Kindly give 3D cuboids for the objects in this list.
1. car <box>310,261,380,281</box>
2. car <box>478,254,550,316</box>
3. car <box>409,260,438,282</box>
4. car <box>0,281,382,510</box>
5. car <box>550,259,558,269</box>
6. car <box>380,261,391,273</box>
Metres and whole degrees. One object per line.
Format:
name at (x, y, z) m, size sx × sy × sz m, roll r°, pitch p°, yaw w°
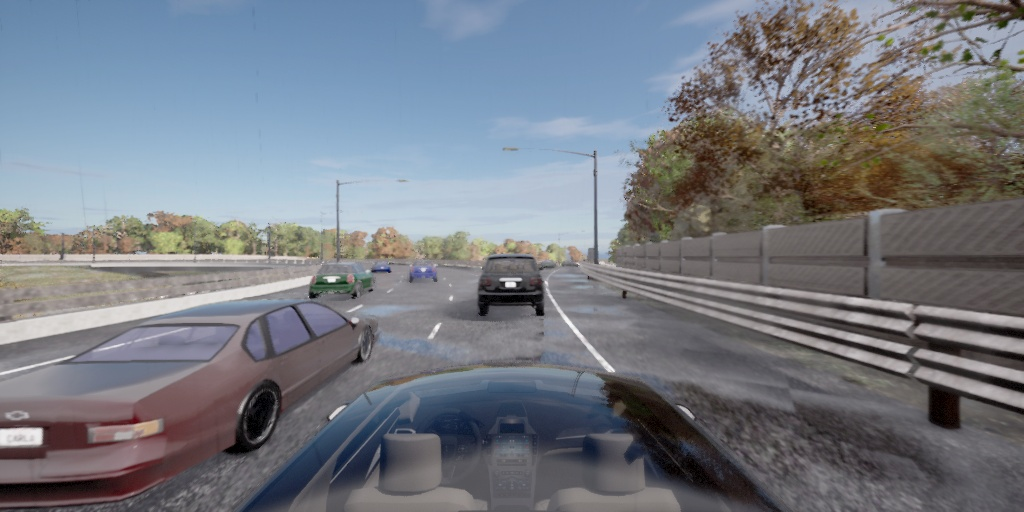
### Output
car at (-8.457, 1.117, 18.290) m, size 2.097 × 1.767 × 4.553 m, roll 0°, pitch 0°, yaw -9°
car at (0.031, 0.945, 13.419) m, size 2.150 × 2.045 × 5.566 m, roll 0°, pitch 0°, yaw 2°
car at (-7.161, 1.085, 28.966) m, size 2.097 × 1.767 × 4.553 m, roll 0°, pitch 0°, yaw -14°
car at (-3.551, 1.312, 5.028) m, size 2.033 × 1.411 × 5.357 m, roll 0°, pitch 0°, yaw -2°
car at (5.401, 1.168, 51.916) m, size 1.994 × 1.385 × 4.181 m, roll 0°, pitch 0°, yaw 14°
car at (-15.939, 1.318, 43.710) m, size 1.994 × 1.385 × 4.181 m, roll 0°, pitch 0°, yaw -24°
